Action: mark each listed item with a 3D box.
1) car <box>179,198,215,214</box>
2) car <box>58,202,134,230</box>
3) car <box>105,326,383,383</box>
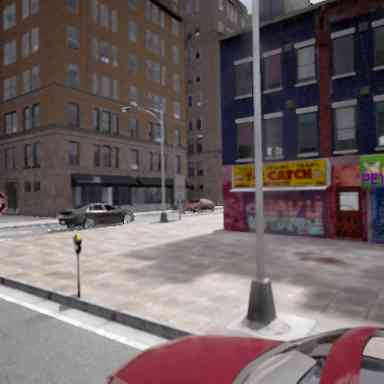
[{"bbox_3d":[0.581,1.374,34.026,1.812,1.442,4.674,-2,-1,36],"label":"car"},{"bbox_3d":[-5.664,1.404,20.259,1.837,1.490,4.892,-2,0,36],"label":"car"},{"bbox_3d":[1.151,1.582,2.005,4.206,1.307,1.802,0,-1,35],"label":"car"}]
